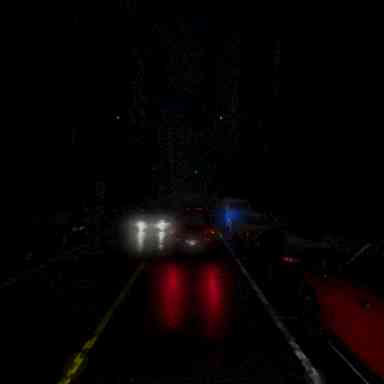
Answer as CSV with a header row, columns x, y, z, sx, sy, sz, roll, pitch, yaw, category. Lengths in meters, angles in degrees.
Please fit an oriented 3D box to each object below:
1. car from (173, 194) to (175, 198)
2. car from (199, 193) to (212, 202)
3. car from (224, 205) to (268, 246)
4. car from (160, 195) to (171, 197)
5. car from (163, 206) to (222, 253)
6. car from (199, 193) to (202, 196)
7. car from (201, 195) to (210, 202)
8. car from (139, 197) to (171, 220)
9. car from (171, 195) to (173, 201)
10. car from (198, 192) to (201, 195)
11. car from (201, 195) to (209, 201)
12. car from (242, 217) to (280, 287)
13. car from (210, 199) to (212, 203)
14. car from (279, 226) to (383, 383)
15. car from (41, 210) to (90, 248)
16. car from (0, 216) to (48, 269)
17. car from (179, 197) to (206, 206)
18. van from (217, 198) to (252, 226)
x,y,z,sx,sy,sz,roll,pitch,yaw,category
-5.513,1.405,74.790,2.008,1.369,4.403,1,0,1,car
2.889,1.444,63.640,1.947,1.339,4.313,1,0,1,car
2.652,1.499,14.799,1.752,1.417,4.829,1,0,0,car
-5.637,1.460,63.732,1.802,1.307,4.206,1,0,1,car
0.029,1.501,13.466,1.812,1.442,4.674,0,0,0,car
2.951,1.411,69.171,1.887,1.381,4.507,1,0,1,car
3.012,1.405,74.701,2.008,1.369,4.403,1,0,1,car
-3.098,1.427,27.418,1.882,1.535,5.008,0,0,0,car
-5.575,1.432,69.261,1.947,1.339,4.313,1,0,1,car
3.198,1.384,91.292,1.947,1.339,4.313,1,0,1,car
3.074,1.387,80.231,1.887,1.381,4.507,1,0,1,car
2.660,1.566,8.956,1.802,1.307,4.206,1,0,0,car
2.634,1.478,26.146,1.752,1.417,4.829,1,0,0,car
2.672,1.309,3.283,2.192,1.841,5.009,1,0,0,car
-5.874,1.518,14.619,1.887,1.381,4.507,1,0,0,car
-5.865,1.549,8.947,1.947,1.339,4.313,1,0,0,car
0.003,1.454,27.768,1.837,1.490,4.892,0,0,0,car
2.645,1.304,20.303,1.690,1.788,3.998,1,0,0,van
